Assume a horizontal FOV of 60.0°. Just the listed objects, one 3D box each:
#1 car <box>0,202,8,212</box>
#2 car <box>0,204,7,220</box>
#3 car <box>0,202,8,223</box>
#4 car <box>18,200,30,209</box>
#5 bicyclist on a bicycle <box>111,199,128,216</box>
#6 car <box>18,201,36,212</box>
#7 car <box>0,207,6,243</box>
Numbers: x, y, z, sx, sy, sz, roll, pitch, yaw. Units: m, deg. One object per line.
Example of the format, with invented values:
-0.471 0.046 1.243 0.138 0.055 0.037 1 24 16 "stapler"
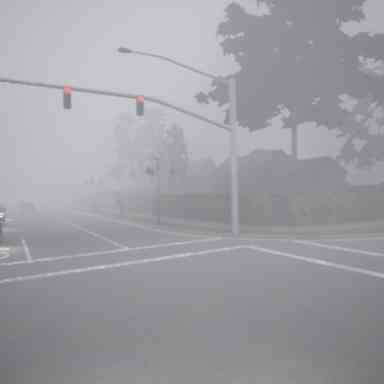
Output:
-30.148 2.323 52.379 1.994 1.385 4.181 -1 0 -29 "car"
-20.308 2.051 34.359 1.994 1.385 4.181 -1 0 -29 "car"
-15.505 1.723 25.636 2.097 1.767 4.553 -1 0 -29 "car"
-29.867 2.243 59.110 1.812 1.442 4.674 -1 0 -29 "car"
-6.956 1.496 31.836 1.656 1.620 0.582 -1 0 -29 "bicyclist on a bicycle"
-24.021 2.079 48.723 2.128 1.511 4.902 -1 0 -29 "car"
-10.682 1.759 16.902 1.837 1.490 4.892 -1 0 -29 "car"
